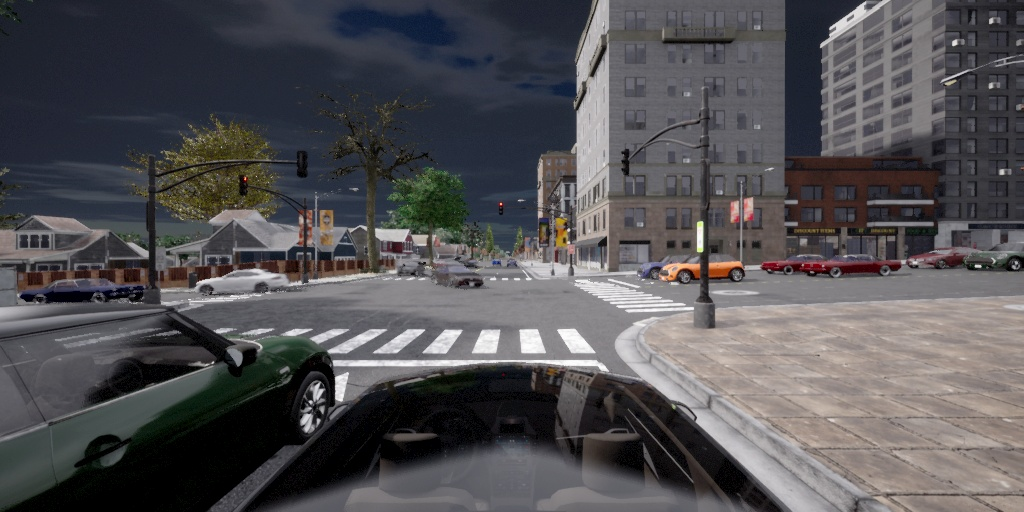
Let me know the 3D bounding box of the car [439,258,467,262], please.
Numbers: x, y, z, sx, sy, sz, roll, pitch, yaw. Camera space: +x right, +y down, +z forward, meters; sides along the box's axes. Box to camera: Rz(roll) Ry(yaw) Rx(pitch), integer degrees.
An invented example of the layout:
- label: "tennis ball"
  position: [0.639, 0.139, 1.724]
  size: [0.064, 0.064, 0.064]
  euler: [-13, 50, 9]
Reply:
- label: "car"
  position: [-6.644, 1.275, 40.635]
  size: [1.837, 1.490, 4.892]
  euler: [0, 0, 0]

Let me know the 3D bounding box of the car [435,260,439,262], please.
- label: "car"
  position: [-9.904, 1.266, 50.182]
  size: [1.882, 1.535, 5.008]
  euler: [0, 0, 0]

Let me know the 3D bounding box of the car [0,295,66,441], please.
- label: "car"
  position: [-6.599, 1.242, 1.999]
  size: [2.128, 1.511, 4.902]
  euler: [0, 0, 0]

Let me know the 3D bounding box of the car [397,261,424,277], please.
- label: "car"
  position: [-9.892, 1.270, 35.438]
  size: [1.837, 1.490, 4.892]
  euler: [0, 0, 0]

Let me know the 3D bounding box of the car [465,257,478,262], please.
- label: "car"
  position: [-6.651, 1.366, 60.669]
  size: [2.033, 1.411, 5.357]
  euler: [0, 0, 0]

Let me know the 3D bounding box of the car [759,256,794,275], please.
- label: "car"
  position: [20.099, 0.582, 24.961]
  size: [4.718, 1.301, 1.895]
  euler: [-2, 0, 0]

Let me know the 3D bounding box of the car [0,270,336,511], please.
- label: "car"
  position: [-3.151, 1.102, 2.446]
  size: [2.097, 1.767, 4.553]
  euler: [0, 0, 0]

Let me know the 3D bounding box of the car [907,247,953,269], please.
- label: "car"
  position: [30.410, 0.120, 24.992]
  size: [4.674, 1.442, 1.812]
  euler: [-2, 0, 0]

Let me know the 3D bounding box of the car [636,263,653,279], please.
- label: "car"
  position: [11.102, 0.678, 24.998]
  size: [4.553, 1.767, 2.097]
  euler: [-2, 0, 2]

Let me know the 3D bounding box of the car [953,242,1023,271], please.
- label: "car"
  position: [30.494, -0.047, 21.744]
  size: [4.553, 1.767, 2.097]
  euler: [-2, 0, 0]

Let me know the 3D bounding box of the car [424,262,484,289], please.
- label: "car"
  position: [-3.829, 1.314, 23.806]
  size: [2.033, 1.411, 5.357]
  euler: [0, 0, -32]

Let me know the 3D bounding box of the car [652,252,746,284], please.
- label: "car"
  position: [11.355, 0.679, 21.678]
  size: [4.553, 1.767, 2.097]
  euler: [-2, 0, 0]

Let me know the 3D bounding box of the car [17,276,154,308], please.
- label: "car"
  position: [-21.634, 1.806, 18.325]
  size: [4.718, 1.301, 1.895]
  euler: [-2, 0, 0]

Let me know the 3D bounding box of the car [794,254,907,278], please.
- label: "car"
  position: [20.339, 0.583, 21.712]
  size: [4.718, 1.301, 1.895]
  euler: [-2, 0, 0]
